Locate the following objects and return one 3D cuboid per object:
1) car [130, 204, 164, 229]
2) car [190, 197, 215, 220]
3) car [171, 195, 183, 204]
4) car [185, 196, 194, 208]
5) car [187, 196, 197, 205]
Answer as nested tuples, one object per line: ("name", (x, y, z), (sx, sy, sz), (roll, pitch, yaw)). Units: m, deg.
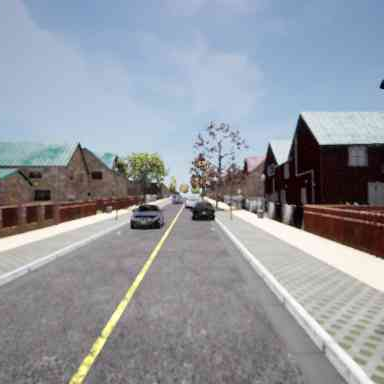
("car", (-2.855, 1.545, 21.966), (1.812, 1.442, 4.674), (0, 0, 0))
("car", (0.954, 1.503, 28.647), (1.882, 1.535, 5.008), (0, 0, 0))
("car", (-2.792, 1.418, 63.618), (2.097, 1.767, 4.553), (0, 0, 1))
("car", (-0.006, 1.572, 48.033), (1.812, 1.442, 4.674), (0, 0, 0))
("car", (-0.018, 1.541, 61.514), (1.882, 1.535, 5.008), (0, 0, 0))
